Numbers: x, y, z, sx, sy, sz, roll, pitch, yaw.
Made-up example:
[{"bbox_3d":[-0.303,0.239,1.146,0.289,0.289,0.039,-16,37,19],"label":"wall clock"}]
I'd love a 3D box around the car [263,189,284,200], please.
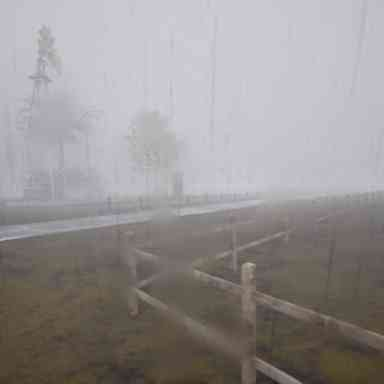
[{"bbox_3d":[12.475,0.360,50.981,2.128,1.511,4.902,-2,0,35],"label":"car"}]
